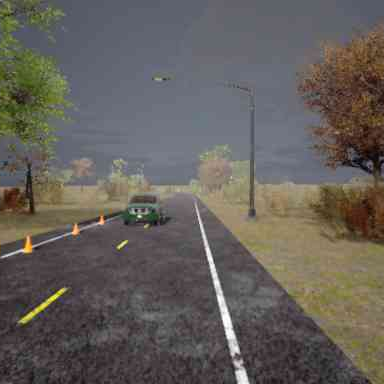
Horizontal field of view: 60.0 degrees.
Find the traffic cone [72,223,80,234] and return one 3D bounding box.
[{"bbox_3d":[-6.049,1.883,17.310,0.340,0.580,0.340,0,0,0],"label":"traffic cone"}]

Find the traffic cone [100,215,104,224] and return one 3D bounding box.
[{"bbox_3d":[-6.047,1.861,22.310,0.340,0.580,0.340,0,0,0],"label":"traffic cone"}]

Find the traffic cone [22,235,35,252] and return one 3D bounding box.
[{"bbox_3d":[-6.049,1.904,12.310,0.340,0.580,0.340,0,0,0],"label":"traffic cone"}]

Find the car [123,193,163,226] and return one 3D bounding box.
[{"bbox_3d":[-3.211,1.125,22.984,2.150,2.045,5.566,0,0,0],"label":"car"}]
